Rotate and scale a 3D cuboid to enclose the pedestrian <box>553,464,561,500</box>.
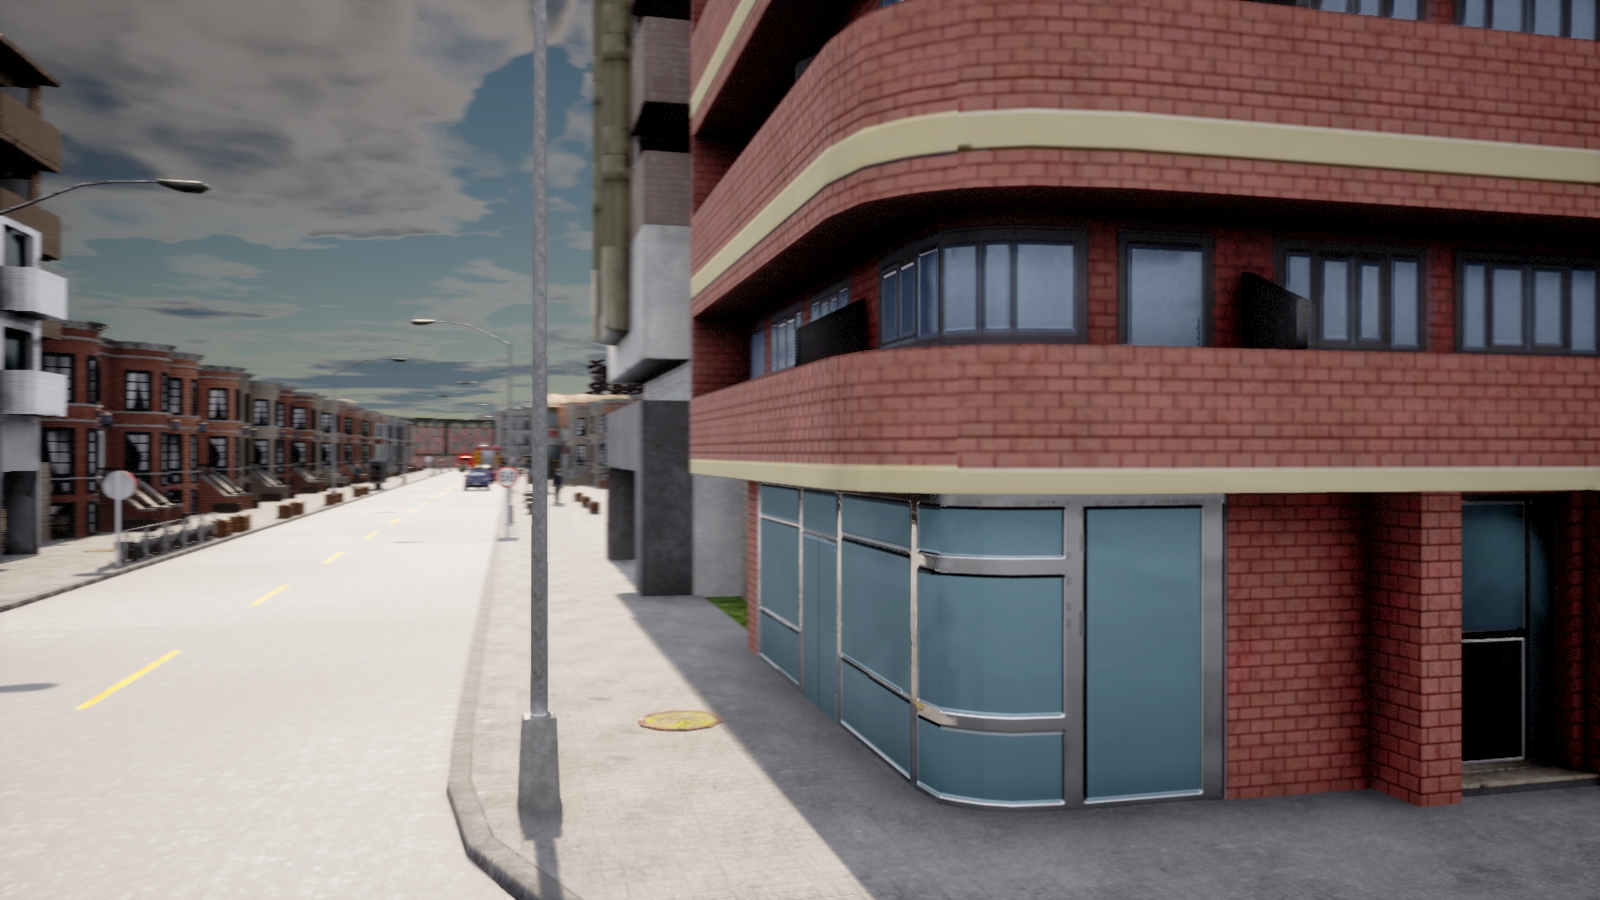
[{"bbox_3d":[-12.482,1.634,58.664,0.375,1.860,0.375,0,0,-18],"label":"pedestrian"}]
